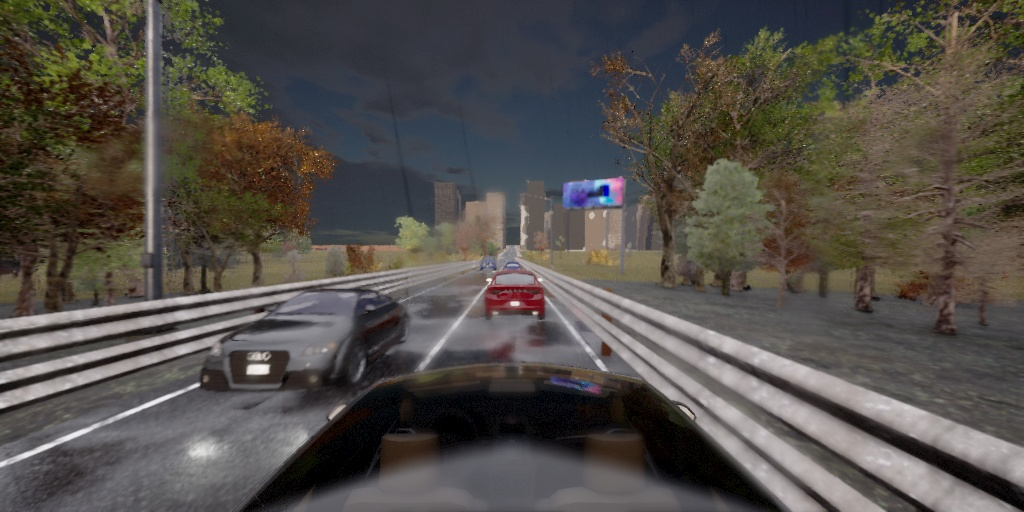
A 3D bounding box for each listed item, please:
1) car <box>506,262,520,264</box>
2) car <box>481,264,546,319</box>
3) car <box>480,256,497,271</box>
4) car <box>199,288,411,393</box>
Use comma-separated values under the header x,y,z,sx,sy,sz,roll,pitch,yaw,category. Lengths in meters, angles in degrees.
x,y,z,sx,sy,sz,roll,pitch,yaw,category
0.084,1.266,33.484,1.812,1.442,4.674,0,0,0,car
0.098,1.224,12.805,1.882,1.535,5.008,0,0,0,car
-3.281,1.062,50.432,2.150,2.045,5.566,0,0,0,car
-3.350,1.313,6.730,1.994,1.385,4.181,0,0,0,car
